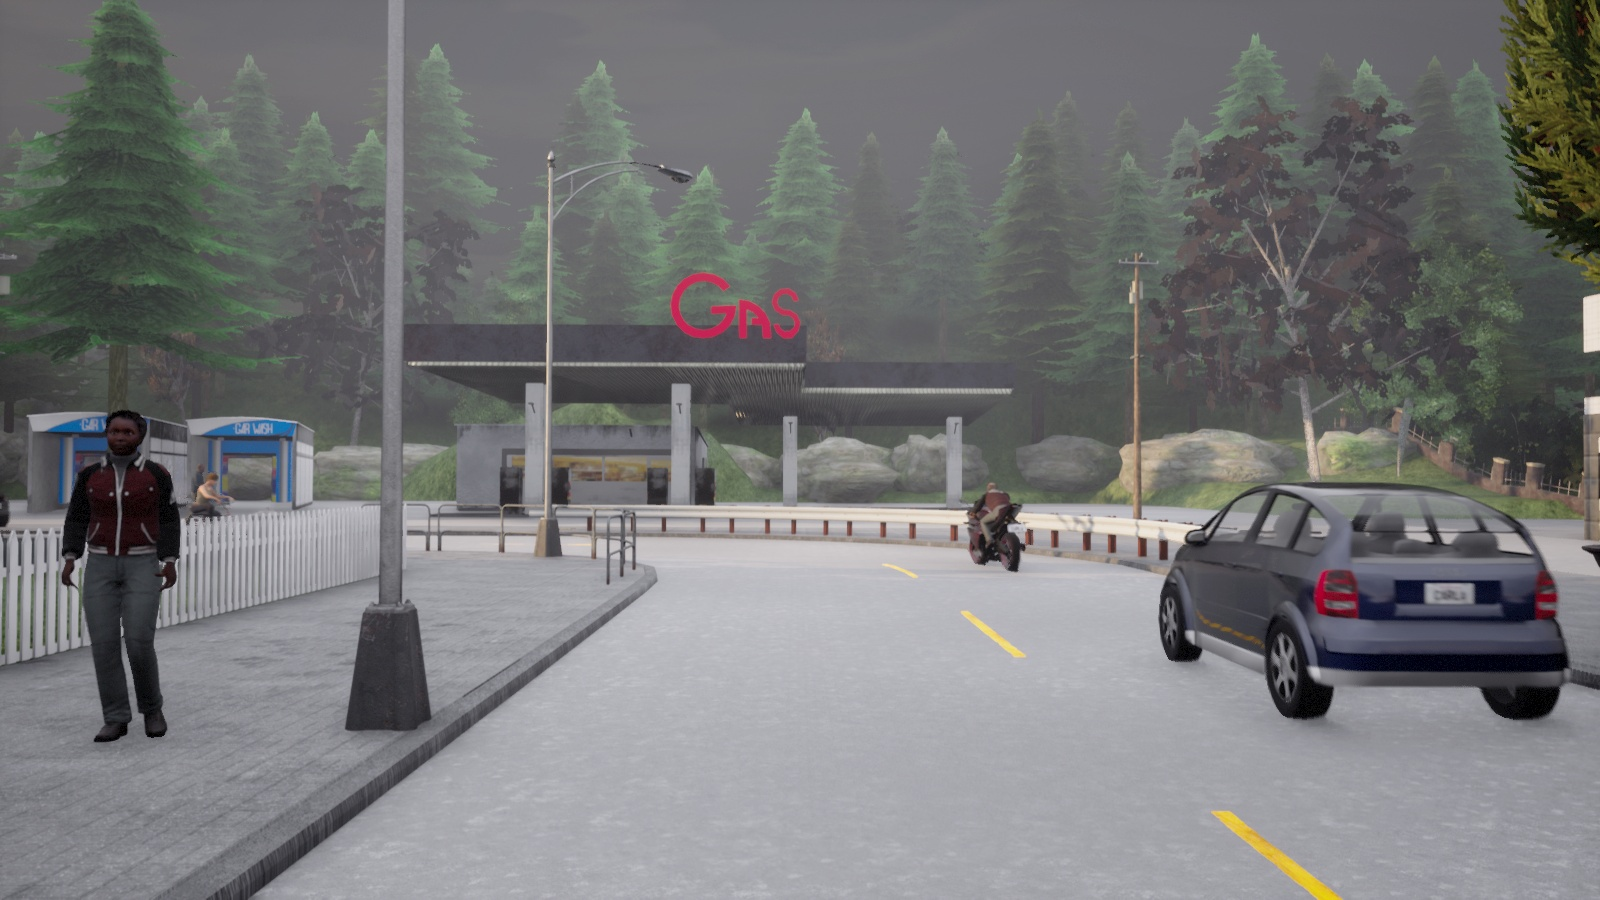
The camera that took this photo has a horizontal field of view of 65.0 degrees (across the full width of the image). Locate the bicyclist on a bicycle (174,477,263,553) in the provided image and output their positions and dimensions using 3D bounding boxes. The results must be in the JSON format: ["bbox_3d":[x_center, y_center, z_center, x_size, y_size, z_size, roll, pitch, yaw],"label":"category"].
[{"bbox_3d":[-12.501,1.388,27.024,1.509,1.612,0.866,0,-1,0],"label":"bicyclist on a bicycle"}]

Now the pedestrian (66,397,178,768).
[{"bbox_3d":[-3.726,0.696,6.932,0.402,1.930,0.666,0,-1,-17],"label":"pedestrian"}]

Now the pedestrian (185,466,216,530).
[{"bbox_3d":[-17.292,1.378,36.214,0.726,1.842,0.402,0,-1,-15],"label":"pedestrian"}]

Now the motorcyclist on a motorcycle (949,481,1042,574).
[{"bbox_3d":[3.402,1.319,22.090,0.866,1.530,2.191,-1,-1,-12],"label":"motorcyclist on a motorcycle"}]

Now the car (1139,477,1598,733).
[{"bbox_3d":[3.979,0.990,9.547,1.789,1.549,3.705,0,-1,0],"label":"car"}]

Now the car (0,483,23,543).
[{"bbox_3d":[-22.247,1.575,30.976,4.792,1.488,2.163,0,-1,0],"label":"car"}]
